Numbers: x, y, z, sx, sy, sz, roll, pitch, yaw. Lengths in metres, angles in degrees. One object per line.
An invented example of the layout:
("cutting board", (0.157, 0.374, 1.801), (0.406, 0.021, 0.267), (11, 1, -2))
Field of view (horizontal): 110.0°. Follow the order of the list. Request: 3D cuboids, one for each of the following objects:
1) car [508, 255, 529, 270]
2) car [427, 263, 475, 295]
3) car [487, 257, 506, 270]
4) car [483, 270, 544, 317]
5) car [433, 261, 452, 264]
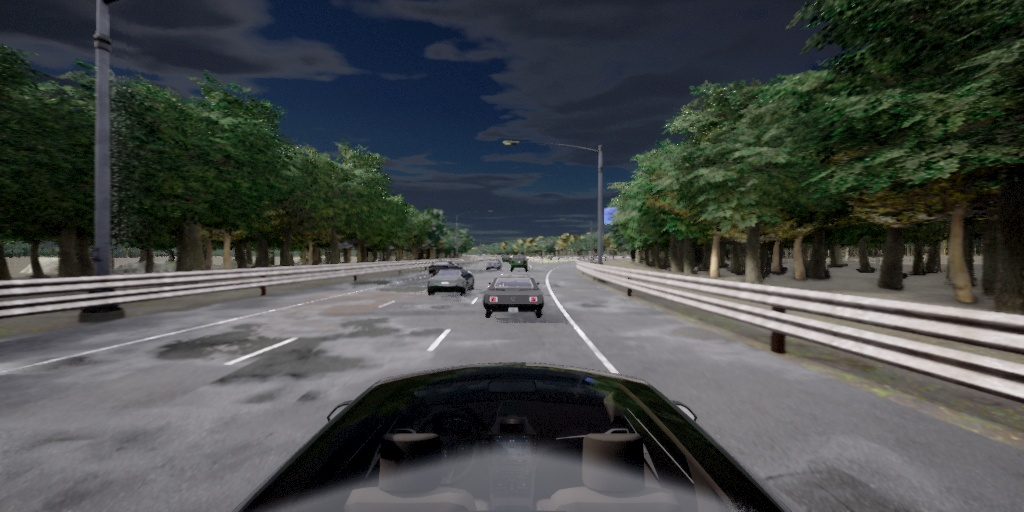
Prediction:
("car", (0.969, 0.879, 47.135), (2.150, 2.045, 5.566), (0, 0, 2))
("car", (-3.234, 1.297, 19.592), (1.994, 1.385, 4.181), (0, 0, 1))
("car", (-2.389, 1.194, 49.069), (2.033, 1.411, 5.357), (0, 0, 2))
("car", (0.074, 1.345, 13.112), (1.895, 1.301, 4.718), (0, 0, 1))
("car", (-6.396, 1.172, 33.765), (1.882, 1.535, 5.008), (0, 0, 2))
